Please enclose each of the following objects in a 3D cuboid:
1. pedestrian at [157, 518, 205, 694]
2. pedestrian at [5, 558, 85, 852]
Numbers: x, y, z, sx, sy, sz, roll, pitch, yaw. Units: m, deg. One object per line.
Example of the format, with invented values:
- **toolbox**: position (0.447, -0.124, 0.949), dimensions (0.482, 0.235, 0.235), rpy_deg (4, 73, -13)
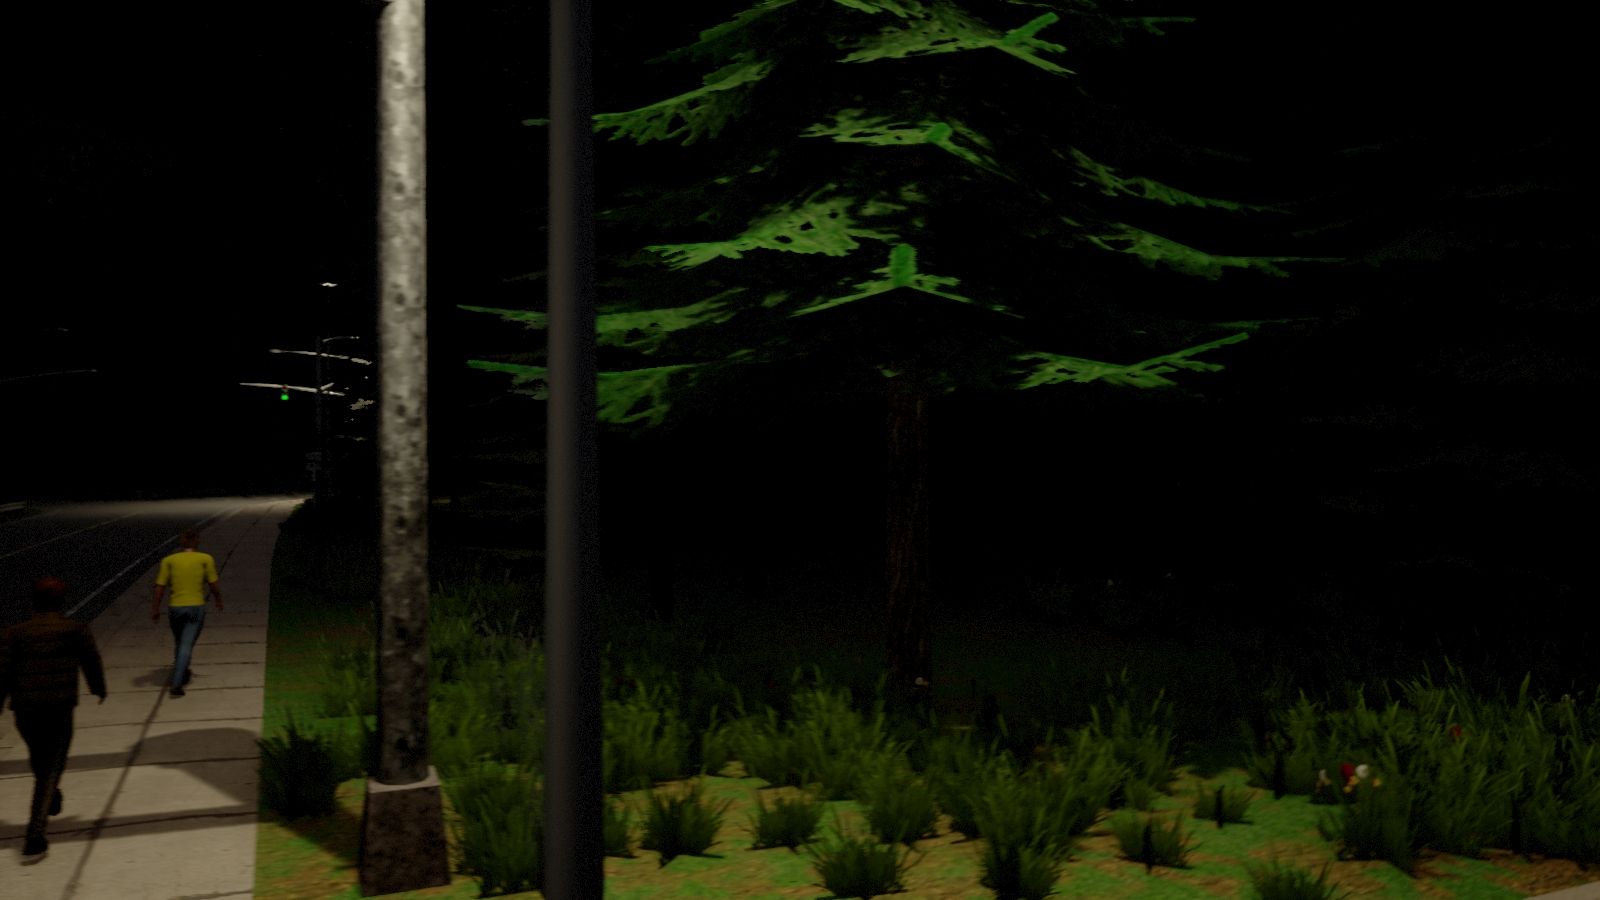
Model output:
- **pedestrian**: position (-6.750, 1.687, 12.475), dimensions (0.375, 1.860, 0.375), rpy_deg (0, 0, -15)
- **pedestrian**: position (-5.064, 1.683, 7.677), dimensions (0.375, 1.860, 0.375), rpy_deg (0, 0, -21)
